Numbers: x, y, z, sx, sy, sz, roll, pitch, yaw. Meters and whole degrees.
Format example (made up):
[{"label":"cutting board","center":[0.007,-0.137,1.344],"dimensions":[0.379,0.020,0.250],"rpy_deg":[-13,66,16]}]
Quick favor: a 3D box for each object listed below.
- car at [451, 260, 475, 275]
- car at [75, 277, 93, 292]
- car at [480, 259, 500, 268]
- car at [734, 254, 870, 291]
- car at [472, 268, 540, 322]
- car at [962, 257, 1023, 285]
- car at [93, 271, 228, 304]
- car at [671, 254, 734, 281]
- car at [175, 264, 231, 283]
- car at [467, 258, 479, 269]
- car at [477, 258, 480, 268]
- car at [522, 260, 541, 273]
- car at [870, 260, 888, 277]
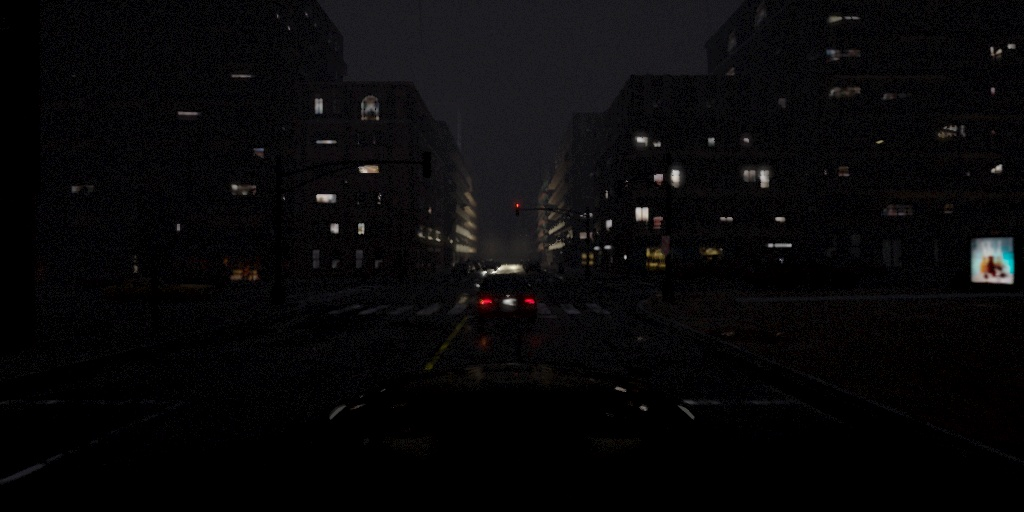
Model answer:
[{"label":"car","center":[-5.691,1.406,40.467],"dimensions":[1.948,1.339,4.313],"rpy_deg":[0,0,0]},{"label":"car","center":[-29.263,1.850,26.386],"dimensions":[4.507,1.381,1.888],"rpy_deg":[0,0,0]},{"label":"car","center":[-3.086,1.392,50.681],"dimensions":[1.812,1.442,4.674],"rpy_deg":[0,0,0]},{"label":"car","center":[14.709,0.810,18.424],"dimensions":[5.009,1.841,2.192],"rpy_deg":[0,0,0]},{"label":"car","center":[-0.270,1.316,12.463],"dimensions":[2.033,1.411,5.357],"rpy_deg":[0,0,-4]},{"label":"car","center":[25.802,0.854,18.521],"dimensions":[4.313,1.339,1.948],"rpy_deg":[0,0,0]},{"label":"car","center":[-17.631,1.622,18.140],"dimensions":[4.829,1.417,1.751],"rpy_deg":[0,0,0]},{"label":"car","center":[14.574,0.812,26.804],"dimensions":[5.009,1.841,2.192],"rpy_deg":[0,0,0]},{"label":"car","center":[-23.600,1.517,26.436],"dimensions":[5.009,1.841,2.192],"rpy_deg":[0,0,0]},{"label":"car","center":[-5.691,1.380,45.980],"dimensions":[1.751,1.417,4.829],"rpy_deg":[0,0,0]},{"label":"car","center":[-5.691,1.184,51.832],"dimensions":[2.192,1.841,5.009],"rpy_deg":[0,0,0]},{"label":"car","center":[2.689,1.294,46.151],"dimensions":[1.967,1.591,4.097],"rpy_deg":[0,0,0]},{"label":"car","center":[25.666,0.872,26.901],"dimensions":[4.207,1.307,1.802],"rpy_deg":[0,0,0]}]
